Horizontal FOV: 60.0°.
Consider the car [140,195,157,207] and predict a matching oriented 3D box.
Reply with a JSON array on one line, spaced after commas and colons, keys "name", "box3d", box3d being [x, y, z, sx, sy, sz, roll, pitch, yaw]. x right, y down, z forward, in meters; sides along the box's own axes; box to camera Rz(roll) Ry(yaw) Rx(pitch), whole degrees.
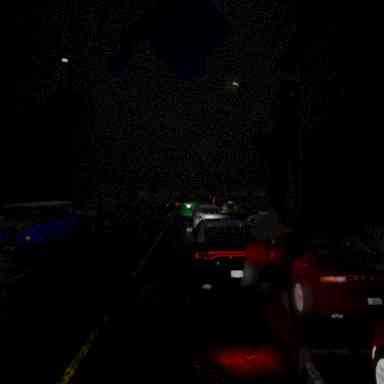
[{"name": "car", "box3d": [-5.855, 1.210, 45.104, 1.752, 1.417, 4.829, 0, 0, 0]}]

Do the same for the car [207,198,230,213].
[{"name": "car", "box3d": [2.692, 1.308, 34.416, 2.008, 1.369, 4.403, 0, 0, 0]}]

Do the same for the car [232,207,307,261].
[{"name": "car", "box3d": [2.737, 1.433, 12.836, 1.752, 1.417, 4.829, 0, 0, 0]}]

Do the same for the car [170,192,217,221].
[{"name": "car", "box3d": [0.288, 1.043, 25.176, 2.150, 2.045, 5.566, 0, 0, 11]}]

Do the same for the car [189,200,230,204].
[{"name": "car", "box3d": [0.862, 1.391, 18.929, 1.812, 1.442, 4.674, 0, 0, 0]}]

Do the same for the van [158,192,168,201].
[{"name": "van", "box3d": [-5.900, 0.882, 67.022, 1.690, 1.788, 3.998, 0, 0, 0]}]

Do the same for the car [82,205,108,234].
[{"name": "car", "box3d": [-5.799, 1.421, 18.086, 2.008, 1.369, 4.403, 0, 0, 0]}]

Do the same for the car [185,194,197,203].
[{"name": "car", "box3d": [-0.123, 1.074, 60.699, 2.128, 1.511, 4.902, 0, 0, 0]}]

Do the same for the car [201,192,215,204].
[{"name": "car", "box3d": [2.647, 0.927, 56.164, 2.192, 1.841, 5.009, 0, 0, 0]}]

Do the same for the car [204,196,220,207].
[{"name": "car", "box3d": [2.670, 1.229, 45.291, 1.887, 1.381, 4.507, 0, 0, 0]}]

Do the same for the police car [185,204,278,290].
[{"name": "police car", "box3d": [0.872, 1.361, 9.038, 1.930, 1.638, 5.238, 0, 0, 0]}]

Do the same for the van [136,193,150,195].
[{"name": "van", "box3d": [-5.844, 1.062, 39.835, 1.690, 1.788, 3.998, 0, 0, 0]}]

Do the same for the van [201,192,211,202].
[{"name": "van", "box3d": [2.636, 0.918, 61.602, 1.690, 1.788, 3.998, 0, 0, 0]}]

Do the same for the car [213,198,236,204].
[{"name": "car", "box3d": [2.714, 1.357, 23.711, 1.752, 1.417, 4.829, 0, 0, 0]}]

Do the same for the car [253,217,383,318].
[{"name": "car", "box3d": [2.748, 1.492, 7.229, 1.887, 1.381, 4.507, 0, 0, 0]}]

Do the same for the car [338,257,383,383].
[{"name": "car", "box3d": [2.759, 1.531, 1.792, 1.887, 1.381, 4.507, 0, 0, 0]}]

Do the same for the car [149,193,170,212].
[{"name": "car", "box3d": [-3.172, 1.228, 35.461, 1.882, 1.535, 5.008, 0, 0, 0]}]

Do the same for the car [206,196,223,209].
[{"name": "car", "box3d": [2.681, 1.245, 40.023, 1.752, 1.417, 4.829, 0, 0, 0]}]

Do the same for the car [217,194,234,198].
[{"name": "car", "box3d": [2.703, 1.110, 28.977, 2.192, 1.841, 5.009, 0, 0, 0]}]

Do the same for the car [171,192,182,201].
[{"name": "car", "box3d": [-3.141, 0.877, 69.500, 2.097, 1.767, 4.553, 0, 0, 0]}]

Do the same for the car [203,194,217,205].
[{"name": "car", "box3d": [2.659, 1.088, 50.727, 1.967, 1.590, 4.097, 0, 0, 0]}]

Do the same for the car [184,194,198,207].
[{"name": "car", "box3d": [-0.083, 1.151, 46.882, 1.882, 1.535, 5.008, 0, 0, 0]}]

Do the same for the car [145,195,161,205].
[{"name": "car", "box3d": [-5.867, 1.214, 50.711, 1.947, 1.339, 4.313, 0, 0, 0]}]

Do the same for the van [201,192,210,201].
[{"name": "van", "box3d": [2.625, 0.883, 67.039, 1.690, 1.788, 3.998, 0, 0, 0]}]

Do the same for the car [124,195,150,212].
[{"name": "car", "box3d": [-5.833, 1.323, 34.399, 1.947, 1.339, 4.313, 0, 0, 0]}]

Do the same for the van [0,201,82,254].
[{"name": "van", "box3d": [-5.788, 1.250, 12.648, 1.690, 1.788, 3.998, 0, 0, 0]}]
